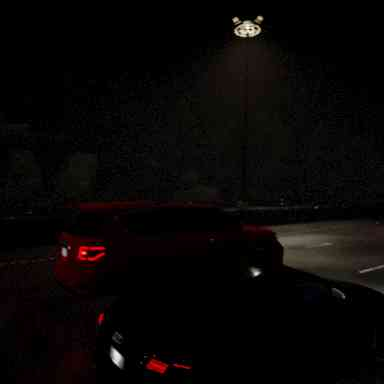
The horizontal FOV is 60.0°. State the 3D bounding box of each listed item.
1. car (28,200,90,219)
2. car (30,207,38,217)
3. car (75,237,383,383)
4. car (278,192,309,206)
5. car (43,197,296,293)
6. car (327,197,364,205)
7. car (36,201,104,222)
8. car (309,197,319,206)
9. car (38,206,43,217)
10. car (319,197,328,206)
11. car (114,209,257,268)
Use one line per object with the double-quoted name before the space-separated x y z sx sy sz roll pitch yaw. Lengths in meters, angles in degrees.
"car" -11.879 1.527 29.912 4.892 1.490 1.837 0 0 -35
"car" -8.735 1.620 23.557 4.718 1.301 1.895 0 0 -36
"car" 0.906 1.577 4.393 4.181 1.385 1.994 0 0 -36
"car" 14.008 1.111 48.396 5.566 2.045 2.150 -1 1 -37
"car" -0.244 1.238 7.887 5.566 2.045 2.150 0 0 -36
"car" 18.084 1.443 38.394 4.674 1.442 1.812 -1 0 -36
"car" -9.841 1.527 27.067 4.892 1.490 1.837 0 0 -35
"car" 18.311 1.429 47.129 4.181 1.385 1.994 -1 0 -35
"car" -6.697 1.620 20.712 4.718 1.301 1.895 0 0 -36
"car" 19.473 1.424 43.665 5.357 1.411 2.033 -1 0 -35
"car" -0.118 1.513 12.261 4.902 1.511 2.128 0 0 -36
